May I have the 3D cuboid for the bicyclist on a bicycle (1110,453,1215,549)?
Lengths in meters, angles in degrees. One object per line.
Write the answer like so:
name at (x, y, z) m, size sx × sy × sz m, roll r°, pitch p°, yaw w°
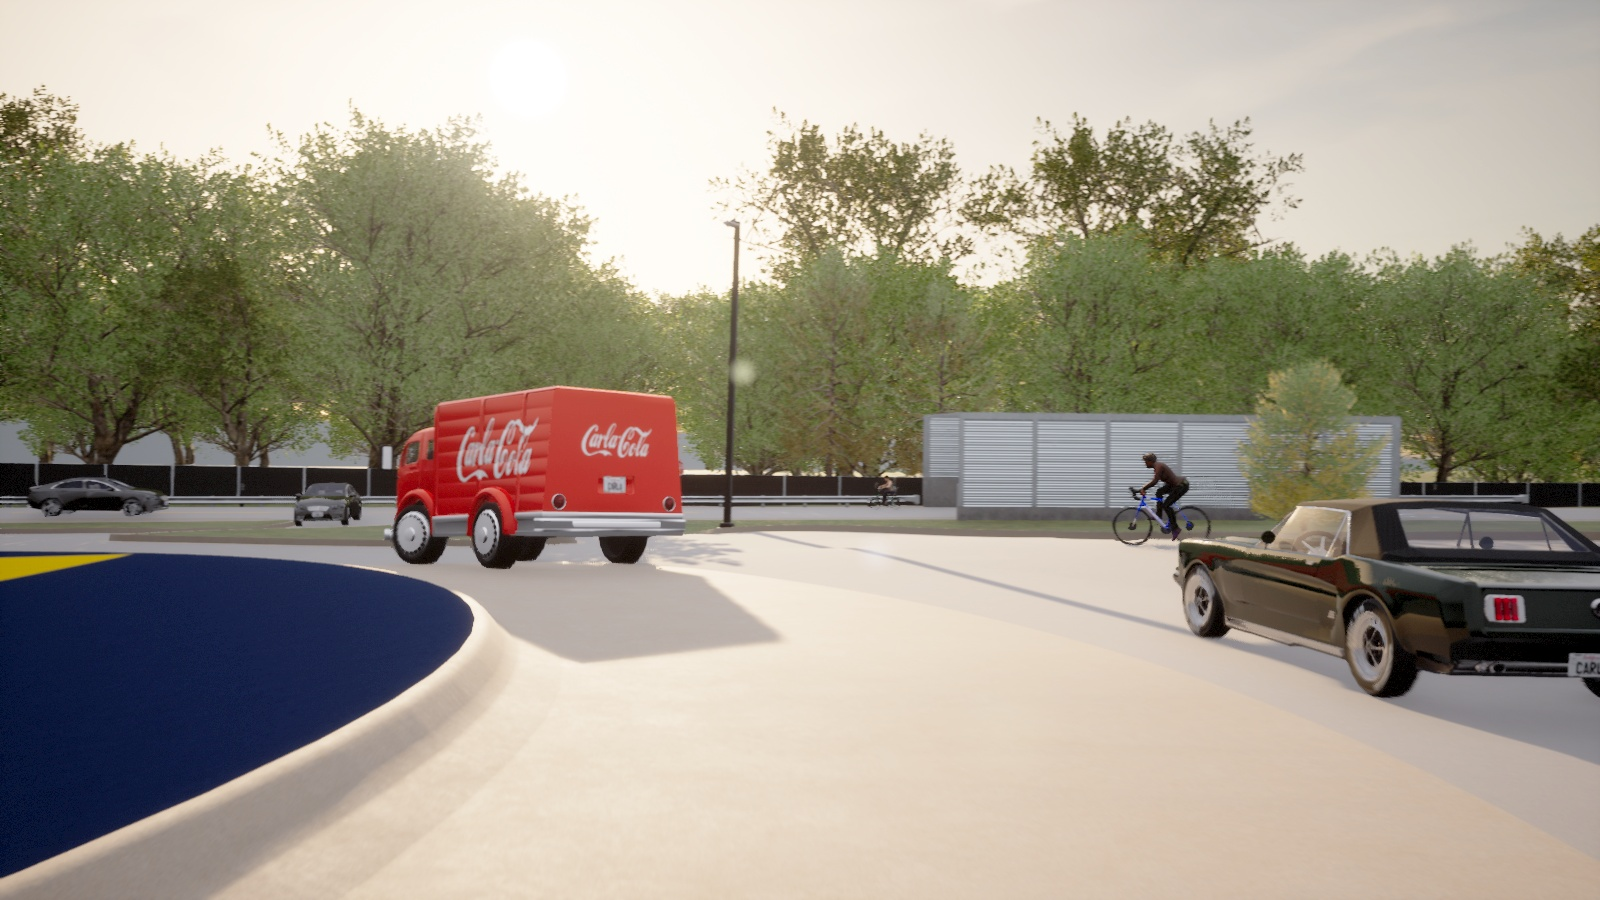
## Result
bicyclist on a bicycle at (6.288, 0.881, 21.767) m, size 1.656 × 1.620 × 0.582 m, roll -2°, pitch 0°, yaw 22°

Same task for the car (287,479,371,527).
car at (-17.285, 1.906, 46.314) m, size 2.128 × 1.511 × 4.902 m, roll 0°, pitch 1°, yaw -12°

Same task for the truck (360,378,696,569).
truck at (-4.245, 0.500, 19.044) m, size 2.627 × 2.467 × 5.204 m, roll 4°, pitch -6°, yaw -43°

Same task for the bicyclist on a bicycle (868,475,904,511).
bicyclist on a bicycle at (3.995, 1.983, 58.234) m, size 1.509 × 1.612 × 0.866 m, roll 1°, pitch 1°, yaw -9°

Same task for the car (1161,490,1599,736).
car at (4.543, 1.026, 9.567) m, size 1.895 × 1.301 × 4.718 m, roll 2°, pitch -1°, yaw -4°

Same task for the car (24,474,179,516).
car at (-27.257, 1.741, 49.163) m, size 4.902 × 1.511 × 2.128 m, roll 0°, pitch 1°, yaw -10°
